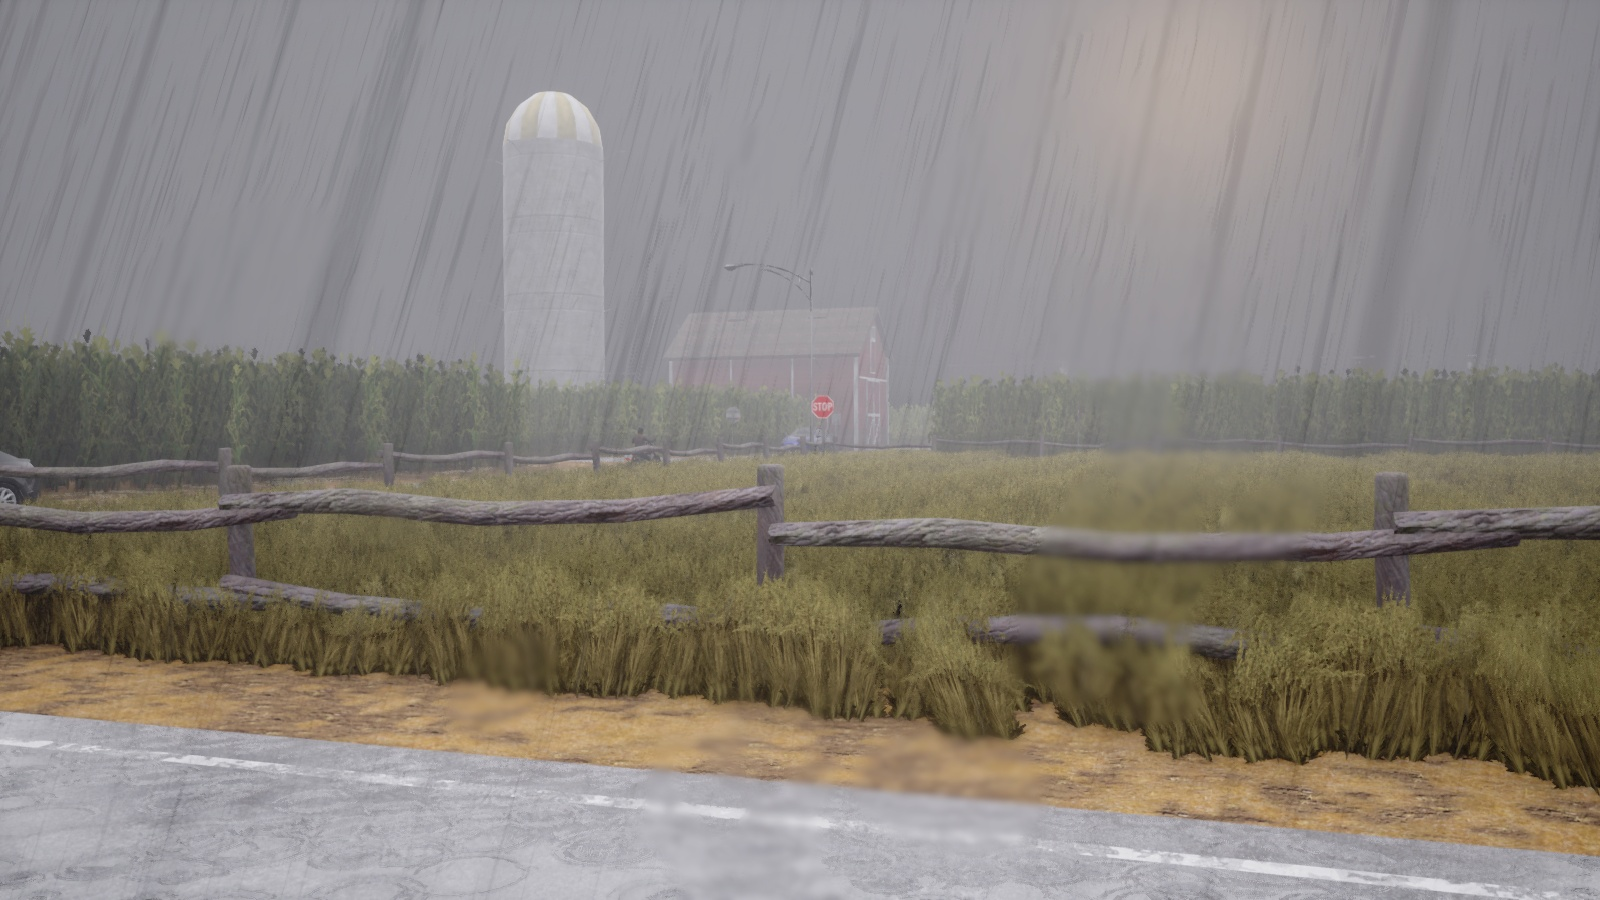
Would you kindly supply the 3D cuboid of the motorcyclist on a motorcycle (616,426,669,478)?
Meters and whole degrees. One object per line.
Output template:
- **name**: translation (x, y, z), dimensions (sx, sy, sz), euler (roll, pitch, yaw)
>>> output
- **motorcyclist on a motorcycle**: translation (-5.101, 0.032, 40.960), dimensions (0.766, 1.649, 2.350), euler (1, 1, 19)

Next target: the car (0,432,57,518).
- **car**: translation (-15.187, 0.441, 20.839), dimensions (1.837, 1.490, 4.892), euler (1, 1, 19)

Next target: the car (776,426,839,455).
- **car**: translation (0.437, -0.503, 66.984), dimensions (2.007, 1.525, 4.514), euler (1, 0, 19)
